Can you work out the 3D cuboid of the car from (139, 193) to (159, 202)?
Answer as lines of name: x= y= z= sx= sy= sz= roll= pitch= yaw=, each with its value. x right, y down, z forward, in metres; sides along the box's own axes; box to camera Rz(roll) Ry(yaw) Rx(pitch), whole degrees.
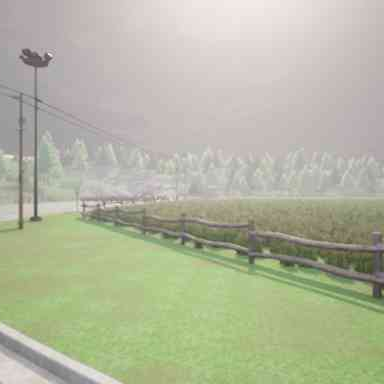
car: x=-9.156 y=1.445 z=71.350 sx=1.812 sy=1.442 sz=4.674 roll=0 pitch=0 yaw=10

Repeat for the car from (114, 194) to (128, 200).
car: x=-17.757 y=1.304 z=82.907 sx=1.994 sy=1.385 sz=4.181 roll=0 pitch=0 yaw=10

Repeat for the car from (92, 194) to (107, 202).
car: x=-19.505 y=1.262 z=73.123 sx=2.097 sy=1.767 sz=4.553 roll=0 pitch=0 yaw=10

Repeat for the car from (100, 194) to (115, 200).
car: x=-21.202 y=1.272 z=83.523 sx=1.812 sy=1.442 sz=4.674 roll=0 pitch=0 yaw=10

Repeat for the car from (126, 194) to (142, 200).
car: x=-14.312 y=1.296 z=82.292 sx=2.033 sy=1.411 sz=5.357 roll=0 pitch=0 yaw=10

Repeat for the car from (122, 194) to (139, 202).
car: x=-12.699 y=1.393 z=71.419 sx=1.882 sy=1.535 sz=5.008 roll=0 pitch=0 yaw=10

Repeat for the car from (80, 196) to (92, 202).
car: x=-22.962 y=1.466 z=73.676 sx=1.994 sy=1.385 sz=4.181 roll=0 pitch=0 yaw=10

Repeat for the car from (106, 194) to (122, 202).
car: x=-16.144 y=1.411 z=72.034 sx=1.837 sy=1.490 sz=4.892 roll=0 pitch=0 yaw=10

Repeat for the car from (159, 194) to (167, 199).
car: x=-7.421 y=1.288 z=81.061 sx=1.812 sy=1.442 sz=4.674 roll=0 pitch=0 yaw=10
